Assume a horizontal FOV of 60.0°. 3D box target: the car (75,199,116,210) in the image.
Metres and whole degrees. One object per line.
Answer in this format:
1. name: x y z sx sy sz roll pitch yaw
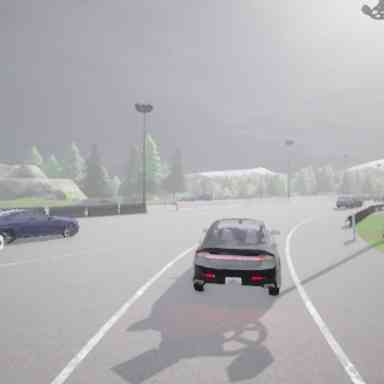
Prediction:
1. car: -11.949 1.700 42.646 1.837 1.490 4.892 -1 -1 42

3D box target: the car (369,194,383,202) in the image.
1. car: 37.885 1.184 66.666 2.033 1.411 5.357 -1 0 42

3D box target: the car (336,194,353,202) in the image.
1. car: 32.679 1.220 71.346 1.882 1.535 5.008 -1 0 42

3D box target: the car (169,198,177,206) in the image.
1. car: -1.924 1.636 59.072 2.128 1.511 4.902 -1 -1 42

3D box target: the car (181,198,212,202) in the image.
1. car: 1.127 1.315 57.232 2.150 2.045 5.566 -1 -1 42

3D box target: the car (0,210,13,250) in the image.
1. car: -8.539 1.229 9.412 2.150 2.045 5.566 -1 -1 41

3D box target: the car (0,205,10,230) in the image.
1. car: -13.632 1.625 19.470 1.837 1.490 4.892 -1 0 42

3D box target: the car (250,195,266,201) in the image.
1. car: 16.824 1.561 85.116 1.812 1.442 4.674 -1 0 42

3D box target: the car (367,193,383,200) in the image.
1. car: 42.248 1.101 76.755 2.128 1.511 4.902 -1 0 42

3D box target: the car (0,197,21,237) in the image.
1. car: -11.776 1.304 16.300 2.150 2.045 5.566 -1 0 42

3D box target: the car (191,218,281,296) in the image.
1. car: 1.229 1.429 8.606 2.128 1.511 4.902 0 1 11

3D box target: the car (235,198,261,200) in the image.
1. car: 11.599 1.376 68.838 2.097 1.767 4.553 -1 0 42

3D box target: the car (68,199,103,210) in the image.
1. car: -16.002 1.825 50.174 4.674 1.442 1.812 0 0 -38

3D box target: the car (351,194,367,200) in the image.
1. car: 39.645 1.151 79.095 2.128 1.511 4.902 -1 0 42

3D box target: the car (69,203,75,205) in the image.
1. car: -14.392 1.787 45.171 2.033 1.411 5.357 -1 -1 42

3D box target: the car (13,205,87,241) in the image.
1. car: -7.673 1.545 15.633 1.812 1.442 4.674 -1 0 42

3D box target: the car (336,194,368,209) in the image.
1. car: 19.162 1.295 40.400 2.033 1.411 5.357 -1 0 42
